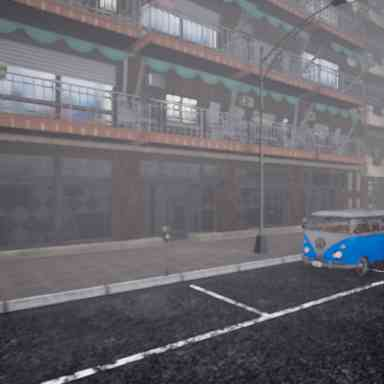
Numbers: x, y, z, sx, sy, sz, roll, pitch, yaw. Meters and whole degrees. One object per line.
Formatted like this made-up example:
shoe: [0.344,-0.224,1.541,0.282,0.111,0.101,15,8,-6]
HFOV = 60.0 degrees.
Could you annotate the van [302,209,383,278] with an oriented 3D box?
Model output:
van: [5.084,1.436,10.184,3.998,1.788,1.690,1,-1,-35]
